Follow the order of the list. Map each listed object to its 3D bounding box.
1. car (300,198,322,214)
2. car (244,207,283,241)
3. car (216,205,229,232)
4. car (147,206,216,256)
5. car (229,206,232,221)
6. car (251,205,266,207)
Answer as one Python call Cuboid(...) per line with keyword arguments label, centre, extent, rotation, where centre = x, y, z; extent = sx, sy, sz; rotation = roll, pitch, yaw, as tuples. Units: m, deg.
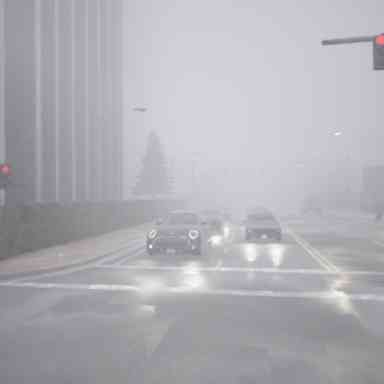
Cuboid(label="car", centre=(15.771, 1.799, 44.232), extent=(2.150, 2.045, 5.566), rotation=(-1, -1, 10))
Cuboid(label="car", centre=(3.976, 1.830, 18.806), extent=(2.033, 1.411, 5.357), rotation=(-1, -1, 10))
Cuboid(label="car", centre=(1.253, 1.872, 23.442), extent=(1.882, 1.535, 5.008), rotation=(-1, -1, 10))
Cuboid(label="car", centre=(-0.381, 1.611, 14.365), extent=(2.097, 1.767, 4.553), rotation=(-1, -1, 10))
Cuboid(label="car", centre=(2.948, 2.027, 32.791), extent=(2.128, 1.511, 4.902), rotation=(-1, -1, 10))
Cuboid(label="car", centre=(5.716, 1.905, 28.456), extent=(1.882, 1.535, 5.008), rotation=(-1, -1, 10))
